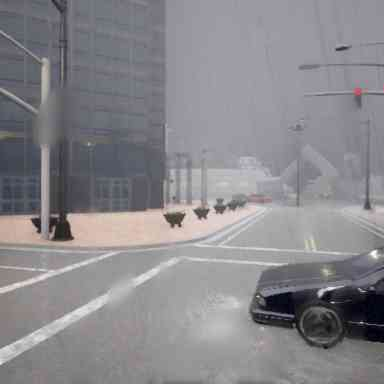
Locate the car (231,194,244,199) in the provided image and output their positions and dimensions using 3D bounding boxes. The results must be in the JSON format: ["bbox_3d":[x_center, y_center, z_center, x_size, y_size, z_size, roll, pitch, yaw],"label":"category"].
[{"bbox_3d":[12.441,1.196,89.978,4.892,1.490,1.837,0,0,-45],"label":"car"}]

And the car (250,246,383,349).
[{"bbox_3d":[3.661,1.541,5.071,5.357,1.411,2.033,0,0,17],"label":"car"}]

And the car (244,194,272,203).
[{"bbox_3d":[12.416,1.158,61.064,2.097,1.767,4.553,0,0,-42],"label":"car"}]
